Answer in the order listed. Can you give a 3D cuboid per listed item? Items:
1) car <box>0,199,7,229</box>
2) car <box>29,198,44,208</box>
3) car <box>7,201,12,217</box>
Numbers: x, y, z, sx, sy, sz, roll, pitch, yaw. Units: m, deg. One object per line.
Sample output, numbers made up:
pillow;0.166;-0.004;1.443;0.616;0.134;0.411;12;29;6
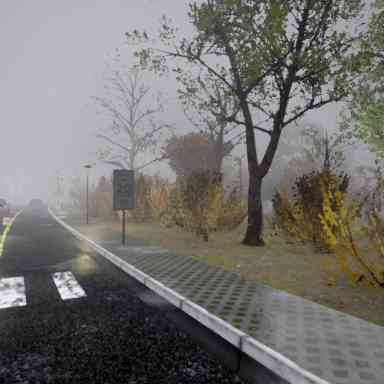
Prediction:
car;-13.191;1.259;20.949;2.150;2.045;5.566;0;0;-27
car;-25.163;1.736;53.811;1.882;1.535;5.008;0;0;-23
car;-18.418;1.460;31.619;2.097;1.767;4.553;0;0;-25
